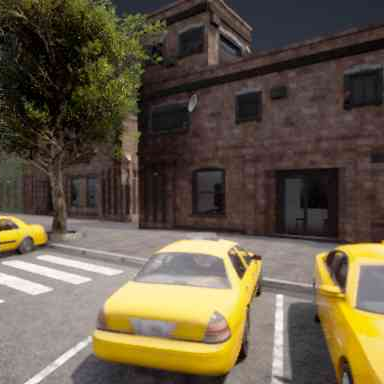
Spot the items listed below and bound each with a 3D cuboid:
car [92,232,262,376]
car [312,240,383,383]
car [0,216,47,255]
[{"bbox_3d":[0.256,1.509,6.125,1.946,1.575,5.366,0,-1,15],"label":"car"},{"bbox_3d":[2.667,1.487,4.222,2.097,1.535,5.008,0,-1,15],"label":"car"},{"bbox_3d":[-7.185,1.484,10.996,1.946,1.575,5.366,1,-1,16],"label":"car"}]
